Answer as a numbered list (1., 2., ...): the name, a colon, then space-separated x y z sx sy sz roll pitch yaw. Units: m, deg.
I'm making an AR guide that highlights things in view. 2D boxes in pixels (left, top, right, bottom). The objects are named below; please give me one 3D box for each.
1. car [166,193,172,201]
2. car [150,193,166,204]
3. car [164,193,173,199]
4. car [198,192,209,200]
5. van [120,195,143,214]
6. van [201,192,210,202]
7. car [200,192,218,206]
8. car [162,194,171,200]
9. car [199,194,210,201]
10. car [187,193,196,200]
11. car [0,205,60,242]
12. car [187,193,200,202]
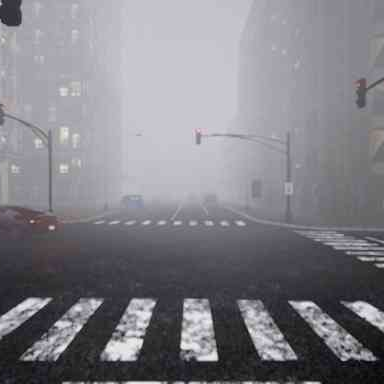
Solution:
1. car: -5.755 1.024 70.537 1.967 1.590 4.097 0 0 0
2. car: -5.739 1.204 53.716 1.752 1.417 4.829 0 0 0
3. car: -5.765 1.075 81.640 2.008 1.369 4.403 0 0 0
4. car: 2.620 0.869 76.096 2.192 1.841 5.009 0 0 0
5. van: -5.720 1.146 31.681 1.690 1.788 3.998 0 0 0
6. van: 2.630 0.956 64.995 1.690 1.788 3.998 0 0 0
7. car: 2.645 1.024 48.343 2.192 1.841 5.009 0 0 0
8. car: -5.760 1.080 75.919 1.752 1.417 4.829 0 0 0
9. car: 2.626 1.135 70.547 2.008 1.369 4.403 0 0 0
10. car: -0.062 0.931 71.187 1.837 1.490 4.892 0 0 0
11. car: -8.131 1.302 14.992 4.674 1.442 1.812 1 0 21
12. car: -0.052 1.237 61.213 1.895 1.301 4.718 0 0 0
